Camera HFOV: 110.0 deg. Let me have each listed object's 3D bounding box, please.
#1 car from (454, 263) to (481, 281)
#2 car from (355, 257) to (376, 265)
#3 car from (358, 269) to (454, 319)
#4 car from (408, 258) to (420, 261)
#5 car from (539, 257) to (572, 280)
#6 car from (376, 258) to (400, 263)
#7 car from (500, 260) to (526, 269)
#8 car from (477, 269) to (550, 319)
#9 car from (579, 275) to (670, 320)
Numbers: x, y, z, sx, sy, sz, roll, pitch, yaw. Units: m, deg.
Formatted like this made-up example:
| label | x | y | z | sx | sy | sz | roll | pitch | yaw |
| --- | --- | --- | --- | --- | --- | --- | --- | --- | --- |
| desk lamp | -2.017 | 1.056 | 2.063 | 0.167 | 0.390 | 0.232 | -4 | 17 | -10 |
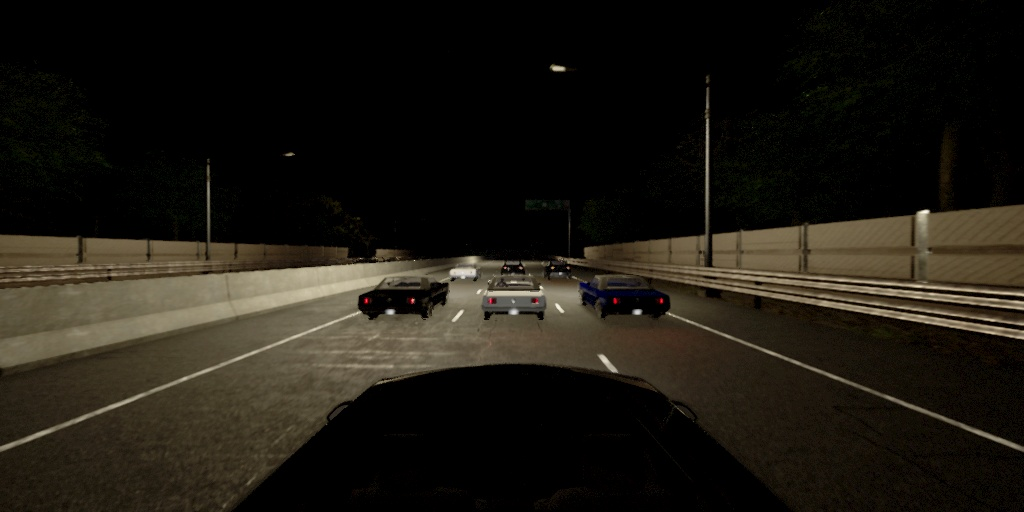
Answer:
| label | x | y | z | sx | sy | sz | roll | pitch | yaw |
| --- | --- | --- | --- | --- | --- | --- | --- | --- | --- |
| car | -3.430 | 1.193 | 27.373 | 1.895 | 1.301 | 4.718 | 0 | 0 | 0 |
| car | -21.042 | 0.932 | 52.106 | 2.128 | 1.511 | 4.902 | 0 | 0 | 1 |
| car | -3.434 | 1.287 | 12.383 | 1.895 | 1.301 | 4.718 | 0 | 0 | 0 |
| car | -14.052 | 1.005 | 52.168 | 1.994 | 1.385 | 4.181 | 0 | 0 | 0 |
| car | 3.579 | 1.075 | 28.775 | 2.128 | 1.511 | 4.902 | 0 | 0 | 0 |
| car | -17.547 | 1.005 | 51.996 | 1.994 | 1.385 | 4.181 | 0 | 0 | 0 |
| car | 0.079 | 1.075 | 28.794 | 2.128 | 1.511 | 4.902 | 0 | 0 | 0 |
| car | 0.066 | 1.287 | 12.373 | 1.895 | 1.301 | 4.718 | 0 | 0 | 0 |
| car | 3.566 | 1.287 | 12.373 | 1.895 | 1.301 | 4.718 | 0 | 0 | 0 |
